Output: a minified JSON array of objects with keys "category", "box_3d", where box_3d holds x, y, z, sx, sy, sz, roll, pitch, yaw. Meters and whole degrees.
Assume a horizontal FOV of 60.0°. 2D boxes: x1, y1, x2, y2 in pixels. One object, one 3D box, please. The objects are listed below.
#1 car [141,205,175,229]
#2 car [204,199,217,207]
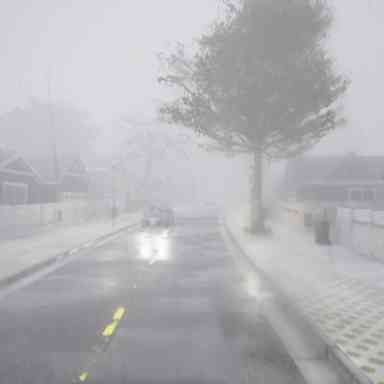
[{"category":"car","box_3d":[-2.298,1.668,23.477,2.128,1.511,4.902,0,0,4]},{"category":"car","box_3d":[3.656,2.073,63.867,2.033,1.411,5.357,0,-1,13]}]
